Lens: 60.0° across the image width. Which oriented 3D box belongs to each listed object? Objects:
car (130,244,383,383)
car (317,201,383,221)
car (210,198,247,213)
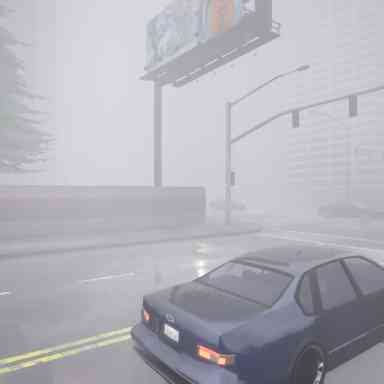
[{"bbox_3d":[1.796,1.547,5.044,5.357,1.411,2.033,0,0,-37],"label":"car"},{"bbox_3d":[12.820,1.477,27.072,1.882,1.535,5.008,0,0,-45],"label":"car"},{"bbox_3d":[4.102,1.477,38.201,1.882,1.535,5.008,0,0,-35],"label":"car"}]
